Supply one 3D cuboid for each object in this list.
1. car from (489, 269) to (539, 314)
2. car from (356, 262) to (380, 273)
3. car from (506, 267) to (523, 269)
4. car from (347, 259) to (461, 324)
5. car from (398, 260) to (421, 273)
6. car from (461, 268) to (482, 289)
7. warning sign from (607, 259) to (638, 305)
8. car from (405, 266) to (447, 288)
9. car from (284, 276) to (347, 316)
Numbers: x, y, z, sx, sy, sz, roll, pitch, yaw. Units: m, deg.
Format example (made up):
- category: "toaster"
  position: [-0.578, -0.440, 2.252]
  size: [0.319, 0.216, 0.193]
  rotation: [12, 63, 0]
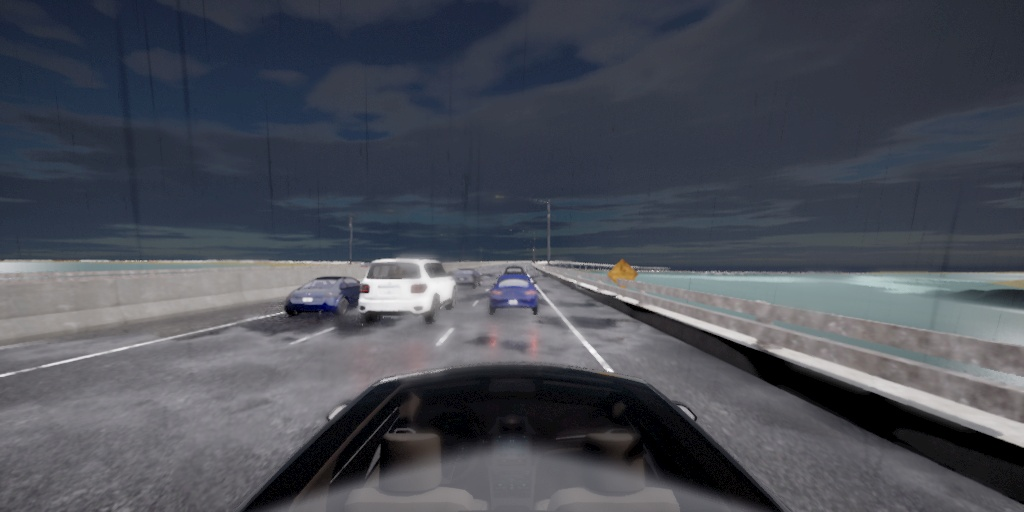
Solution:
- category: "car"
  position: [0.091, 1.448, 14.585]
  size: [1.812, 1.442, 4.674]
  rotation: [0, -1, 1]
- category: "car"
  position: [-23.884, 1.862, 59.755]
  size: [2.097, 1.767, 4.553]
  rotation: [0, -1, 2]
- category: "car"
  position: [0.200, 1.618, 28.867]
  size: [1.837, 1.490, 4.892]
  rotation: [0, 0, 1]
- category: "car"
  position: [-3.434, 1.122, 12.816]
  size: [2.150, 2.045, 5.566]
  rotation: [0, 0, 1]
- category: "car"
  position: [-16.895, 1.726, 59.468]
  size: [2.150, 2.045, 5.566]
  rotation: [0, -1, 2]
- category: "car"
  position: [-3.342, 1.631, 26.714]
  size: [2.033, 1.411, 5.357]
  rotation: [0, -1, 1]
- category: "warning sign"
  position: [4.589, 1.042, 14.817]
  size: [1.300, 1.860, 1.060]
  rotation: [0, 0, 0]
- category: "car"
  position: [-6.800, 1.604, 28.926]
  size: [2.128, 1.511, 4.902]
  rotation: [0, -1, 1]
- category: "car"
  position: [-6.913, 1.482, 14.176]
  size: [1.994, 1.385, 4.181]
  rotation: [0, -1, 1]
